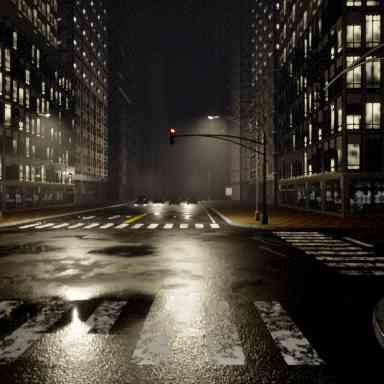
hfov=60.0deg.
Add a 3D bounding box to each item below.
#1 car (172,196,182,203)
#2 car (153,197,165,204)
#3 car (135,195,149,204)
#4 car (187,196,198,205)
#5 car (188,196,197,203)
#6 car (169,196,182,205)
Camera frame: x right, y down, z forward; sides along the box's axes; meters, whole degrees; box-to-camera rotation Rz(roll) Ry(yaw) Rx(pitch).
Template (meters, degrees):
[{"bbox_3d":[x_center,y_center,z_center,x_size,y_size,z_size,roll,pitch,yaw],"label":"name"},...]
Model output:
[{"bbox_3d":[-3.151,1.523,70.185,1.994,1.385,4.181,0,0,0],"label":"car"},{"bbox_3d":[-6.410,1.680,64.356,1.994,1.385,4.181,0,0,0],"label":"car"},{"bbox_3d":[-9.659,1.468,64.391,2.097,1.767,4.553,0,0,0],"label":"car"},{"bbox_3d":[0.085,1.648,60.179,2.033,1.411,5.357,0,0,0],"label":"car"},{"bbox_3d":[0.100,1.583,70.627,1.895,1.301,4.718,0,0,0],"label":"car"},{"bbox_3d":[-3.166,1.647,59.766,2.033,1.411,5.357,0,0,0],"label":"car"}]
